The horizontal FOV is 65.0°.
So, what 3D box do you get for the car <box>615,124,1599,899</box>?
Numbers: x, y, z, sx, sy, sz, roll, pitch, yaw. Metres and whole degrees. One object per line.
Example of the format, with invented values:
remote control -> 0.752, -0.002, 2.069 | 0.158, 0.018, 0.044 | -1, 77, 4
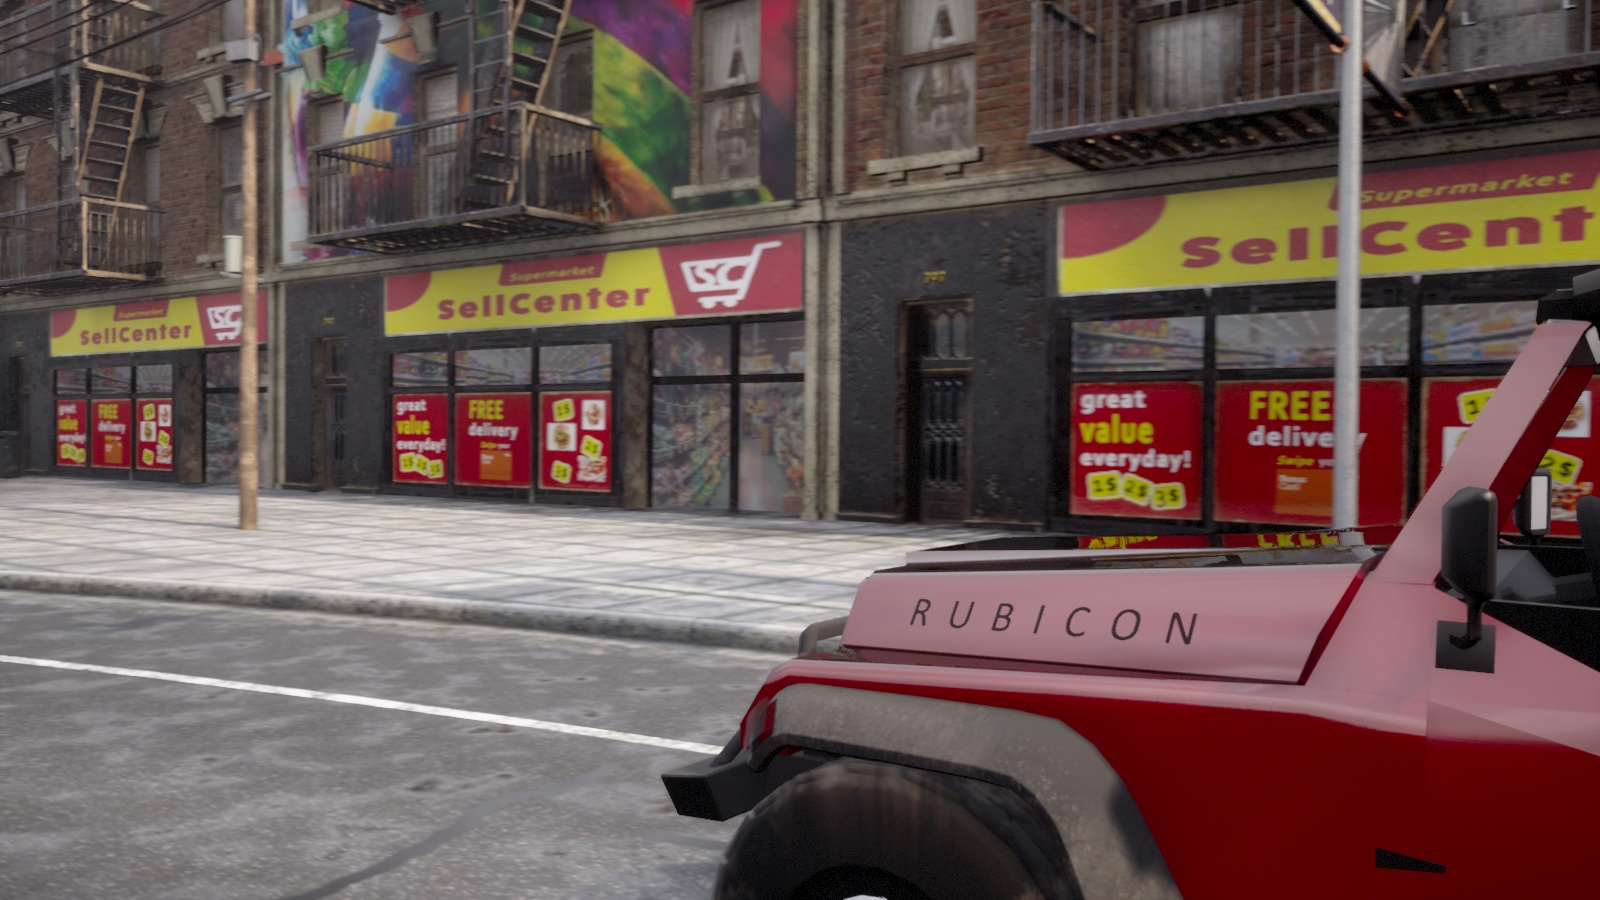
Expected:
car -> 1.748, 0.475, 2.459 | 3.866, 1.878, 1.905 | 0, 1, 33
